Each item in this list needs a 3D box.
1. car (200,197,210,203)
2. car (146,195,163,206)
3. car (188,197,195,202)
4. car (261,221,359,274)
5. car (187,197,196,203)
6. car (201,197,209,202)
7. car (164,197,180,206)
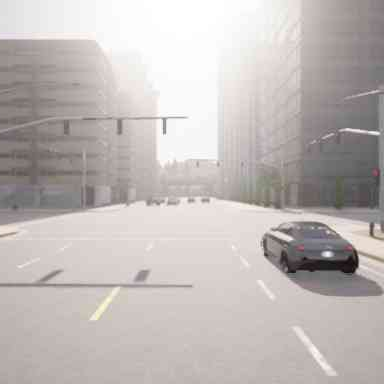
[{"bbox_3d":[3.346,1.860,80.333,1.837,1.490,4.892,0,0,0],"label":"car"},{"bbox_3d":[-7.145,1.500,61.371,2.150,2.045,5.566,0,0,0],"label":"car"},{"bbox_3d":[-0.170,1.926,88.820,1.994,1.385,4.181,0,0,0],"label":"car"},{"bbox_3d":[3.557,1.614,10.743,1.994,1.385,4.181,0,0,0],"label":"car"},{"bbox_3d":[-0.152,1.833,79.493,1.882,1.535,5.008,0,0,0],"label":"car"},{"bbox_3d":[3.329,1.934,89.000,1.994,1.385,4.181,0,0,0],"label":"car"},{"bbox_3d":[-3.651,1.784,61.442,1.837,1.490,4.892,0,0,0],"label":"car"}]
